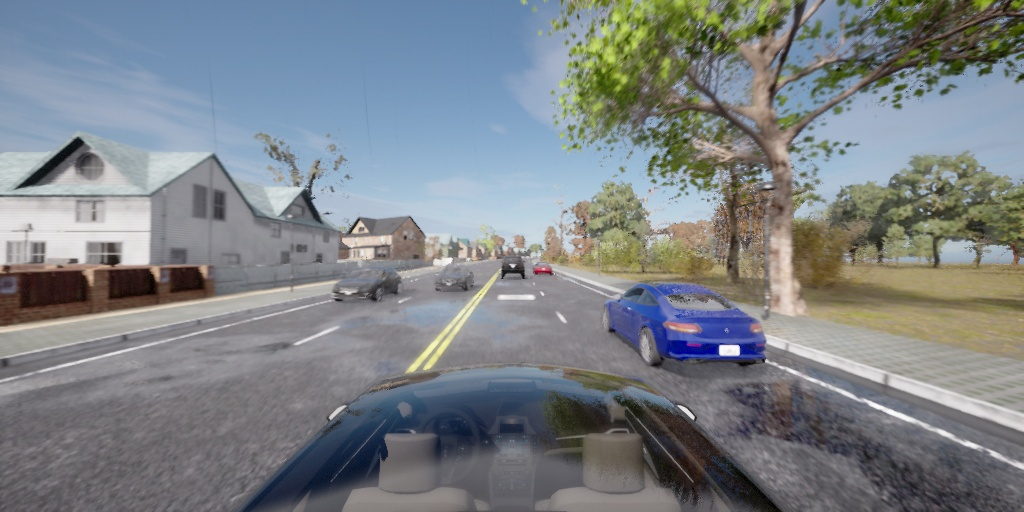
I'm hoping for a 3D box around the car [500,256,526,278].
[{"bbox_3d":[0.093,0.997,33.890,2.150,2.045,5.566,0,0,0],"label":"car"}]

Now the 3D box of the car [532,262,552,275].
[{"bbox_3d":[3.343,1.344,39.892,1.994,1.385,4.181,0,0,0],"label":"car"}]

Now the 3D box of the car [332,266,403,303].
[{"bbox_3d":[-6.602,1.261,16.889,1.837,1.490,4.892,0,0,0],"label":"car"}]

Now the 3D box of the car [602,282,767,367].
[{"bbox_3d":[3.340,1.284,7.807,1.812,1.442,4.674,0,0,0],"label":"car"}]

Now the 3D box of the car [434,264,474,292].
[{"bbox_3d":[-3.348,1.268,21.539,1.837,1.490,4.892,0,0,0],"label":"car"}]
